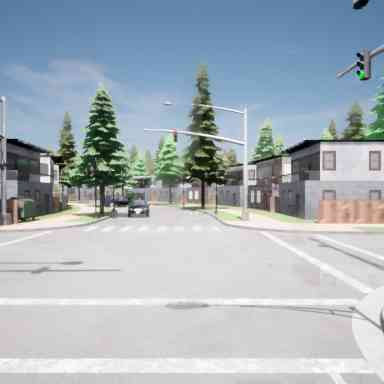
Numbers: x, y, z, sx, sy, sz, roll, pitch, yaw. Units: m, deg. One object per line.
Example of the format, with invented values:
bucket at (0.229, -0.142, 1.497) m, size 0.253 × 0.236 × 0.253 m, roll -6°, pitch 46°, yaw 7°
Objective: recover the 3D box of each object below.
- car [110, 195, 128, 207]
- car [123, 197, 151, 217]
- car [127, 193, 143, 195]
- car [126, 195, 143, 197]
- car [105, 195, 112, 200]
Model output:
car at (-10.848, 1.566, 51.592) m, size 1.895 × 1.301 × 4.718 m, roll 0°, pitch 0°, yaw -27°
car at (-4.851, 1.457, 30.609) m, size 2.128 × 1.511 × 4.902 m, roll 0°, pitch 0°, yaw -7°
car at (-10.414, 1.187, 58.481) m, size 2.150 × 2.045 × 5.566 m, roll 0°, pitch 0°, yaw -36°
car at (-6.694, 1.491, 40.452) m, size 1.812 × 1.442 × 4.674 m, roll 0°, pitch 0°, yaw -16°
car at (-16.533, 1.317, 66.822) m, size 2.097 × 1.767 × 4.553 m, roll 0°, pitch 0°, yaw -45°
